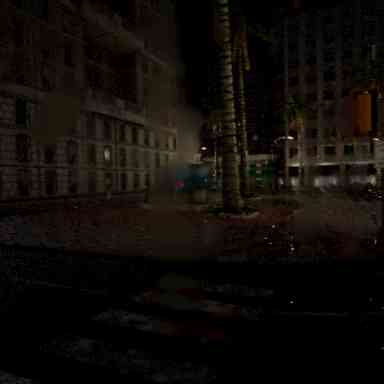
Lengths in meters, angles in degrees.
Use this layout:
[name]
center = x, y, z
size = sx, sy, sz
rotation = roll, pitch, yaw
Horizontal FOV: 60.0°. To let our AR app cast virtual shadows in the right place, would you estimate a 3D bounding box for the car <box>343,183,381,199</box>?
[car]
center = 18.308, -0.191, 35.350
size = 2.097, 1.767, 4.553
rotation = -2, 2, -13
